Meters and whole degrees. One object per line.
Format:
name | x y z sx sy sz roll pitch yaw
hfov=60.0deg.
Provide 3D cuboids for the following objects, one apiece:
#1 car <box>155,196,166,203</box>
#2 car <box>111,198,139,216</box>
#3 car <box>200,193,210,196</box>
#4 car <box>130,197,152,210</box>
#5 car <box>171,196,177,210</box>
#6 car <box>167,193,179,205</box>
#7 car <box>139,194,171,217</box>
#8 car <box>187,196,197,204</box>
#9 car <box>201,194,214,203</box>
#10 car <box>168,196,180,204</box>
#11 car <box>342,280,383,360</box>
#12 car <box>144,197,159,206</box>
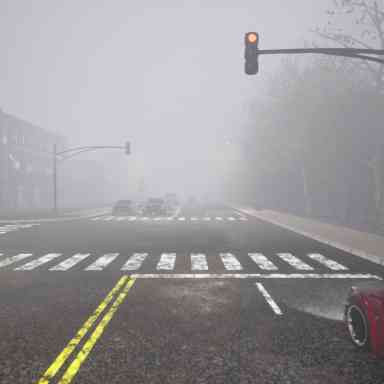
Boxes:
car | -6.604 1.555 69.419 1.895 1.301 4.718 0 0 0
car | -6.646 1.497 33.039 1.837 1.490 4.892 0 -1 0
car | 3.139 1.195 76.284 2.150 2.045 5.566 0 0 0
car | -6.655 1.478 43.946 2.128 1.511 4.902 0 0 0
car | -3.406 1.534 42.525 2.033 1.411 5.357 0 0 0
car | -3.415 1.202 53.958 2.150 2.045 5.566 0 0 1
car | -3.393 1.342 31.360 2.097 1.767 4.553 0 0 0
car | 0.004 1.454 64.093 1.882 1.535 5.008 0 0 0
car | 3.248 1.576 66.101 1.895 1.301 4.718 0 0 0
car | -3.393 1.523 64.559 2.033 1.411 5.357 0 0 0
car | 3.348 1.563 3.519 1.994 1.385 4.181 0 0 0
car | -6.659 1.506 54.796 1.812 1.442 4.674 0 0 0
